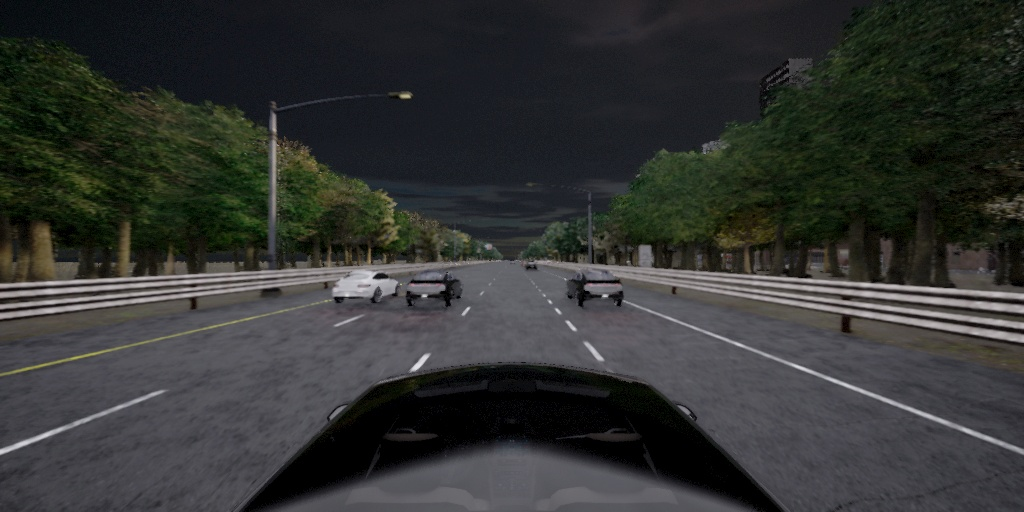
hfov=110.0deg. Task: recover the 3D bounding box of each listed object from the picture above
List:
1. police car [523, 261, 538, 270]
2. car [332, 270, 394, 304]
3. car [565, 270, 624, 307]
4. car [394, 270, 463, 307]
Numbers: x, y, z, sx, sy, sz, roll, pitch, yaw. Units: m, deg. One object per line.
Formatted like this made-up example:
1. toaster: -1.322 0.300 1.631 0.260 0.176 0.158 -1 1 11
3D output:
1. police car: 3.542 1.734 64.676 1.930 1.638 5.238 0 -1 0
2. car: -6.895 1.411 17.310 1.812 1.442 4.674 0 0 0
3. car: 3.606 1.366 16.321 2.128 1.511 4.902 0 0 0
4. car: -3.393 1.368 16.321 2.128 1.511 4.902 0 0 0
